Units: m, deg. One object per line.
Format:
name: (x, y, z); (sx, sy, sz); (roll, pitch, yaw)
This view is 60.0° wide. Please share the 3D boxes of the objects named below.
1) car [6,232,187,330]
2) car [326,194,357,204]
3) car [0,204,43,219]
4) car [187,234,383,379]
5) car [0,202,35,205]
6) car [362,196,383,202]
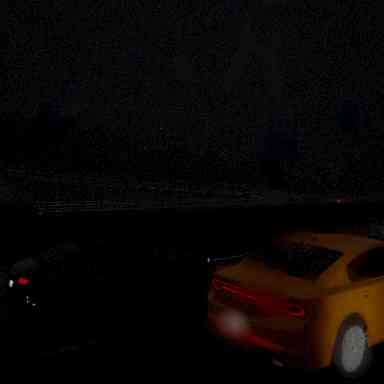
car: (-1.509, 1.550, 6.968); (4.181, 1.385, 1.994); (0, 0, -35)
car: (19.606, 1.121, 43.736); (4.553, 1.767, 2.097); (0, 0, -35)
car: (-9.377, 1.502, 14.501); (4.892, 1.490, 1.837); (0, 0, -35)
car: (2.549, 1.451, 5.562); (5.008, 1.535, 1.882); (0, 0, -35)
car: (-10.539, 1.344, 17.971); (4.553, 1.767, 2.097); (0, 0, -35)
car: (23.309, 1.260, 42.081); (4.892, 1.490, 1.837); (0, 0, -35)
